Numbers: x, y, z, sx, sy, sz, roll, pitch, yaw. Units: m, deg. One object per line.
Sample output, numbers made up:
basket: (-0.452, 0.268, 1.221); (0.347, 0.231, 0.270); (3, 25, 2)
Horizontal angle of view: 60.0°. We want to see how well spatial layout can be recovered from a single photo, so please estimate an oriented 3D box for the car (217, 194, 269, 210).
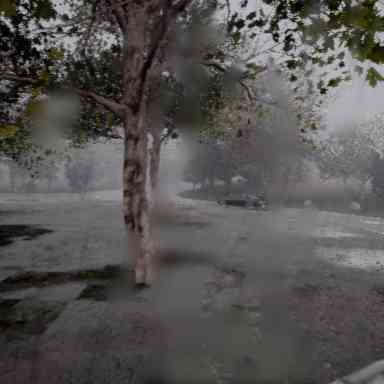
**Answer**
car: (4.687, 0.863, 31.400); (4.718, 1.301, 1.895); (4, 2, 38)
